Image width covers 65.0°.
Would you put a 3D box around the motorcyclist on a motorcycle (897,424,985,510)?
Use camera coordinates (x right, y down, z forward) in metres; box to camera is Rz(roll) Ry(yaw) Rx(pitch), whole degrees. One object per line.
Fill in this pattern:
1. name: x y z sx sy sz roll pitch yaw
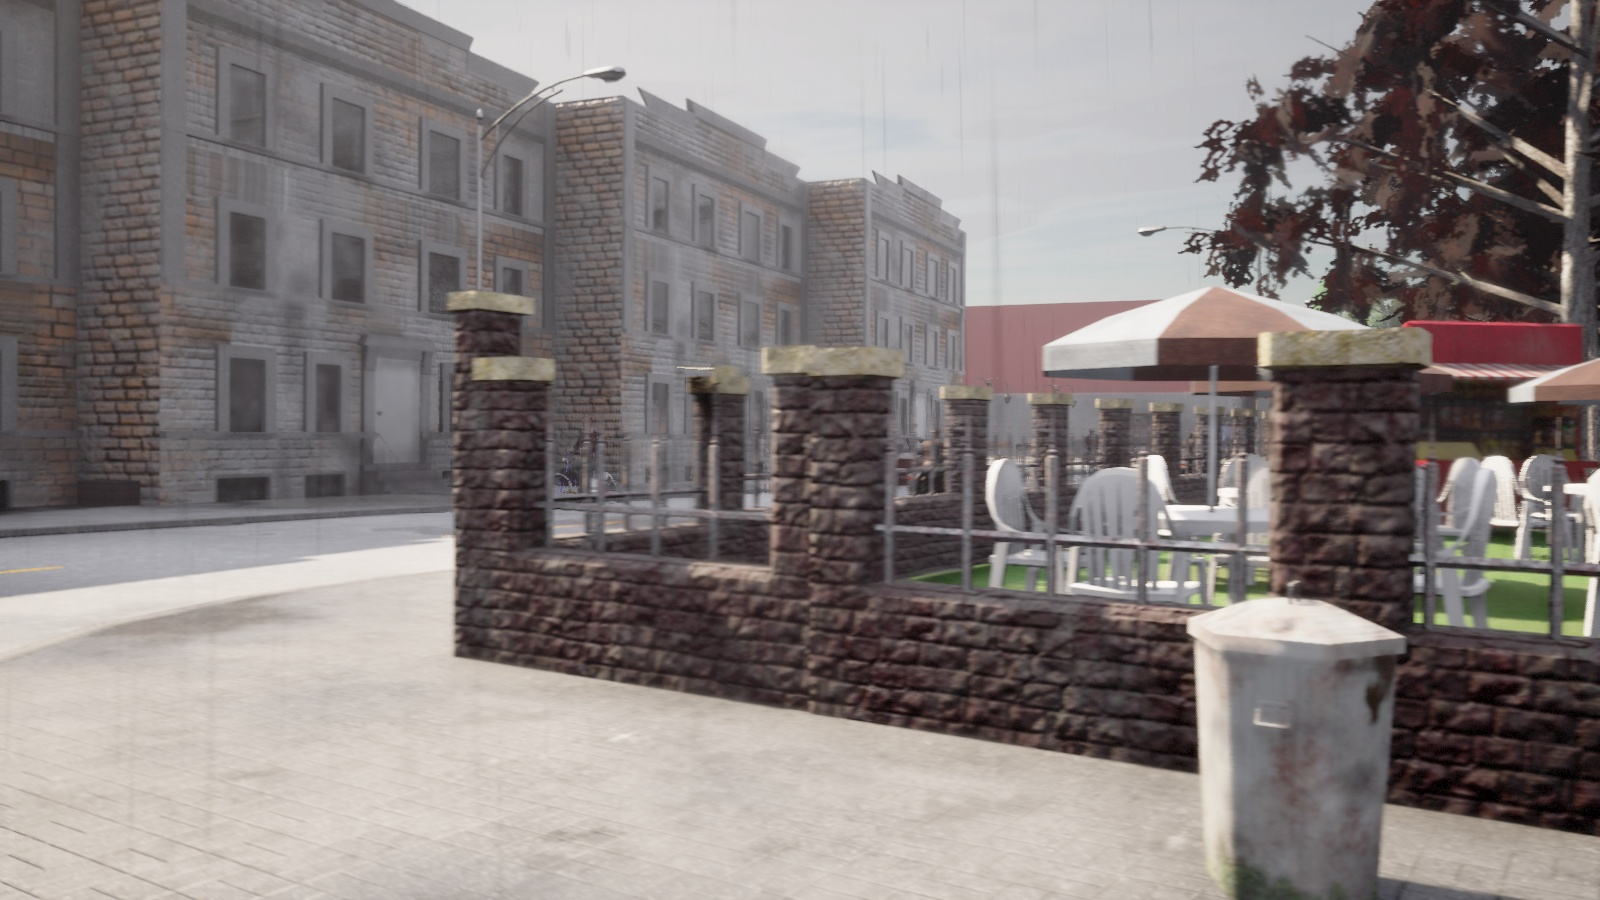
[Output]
1. motorcyclist on a motorcycle: 2.878 0.309 25.408 0.766 1.649 2.350 0 1 34

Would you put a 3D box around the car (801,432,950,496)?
1. car: 1.957 0.301 31.257 1.816 1.474 4.193 0 1 34

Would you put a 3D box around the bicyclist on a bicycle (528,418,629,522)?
1. bicyclist on a bicycle: -3.926 0.332 22.385 0.659 1.776 1.843 0 1 34
